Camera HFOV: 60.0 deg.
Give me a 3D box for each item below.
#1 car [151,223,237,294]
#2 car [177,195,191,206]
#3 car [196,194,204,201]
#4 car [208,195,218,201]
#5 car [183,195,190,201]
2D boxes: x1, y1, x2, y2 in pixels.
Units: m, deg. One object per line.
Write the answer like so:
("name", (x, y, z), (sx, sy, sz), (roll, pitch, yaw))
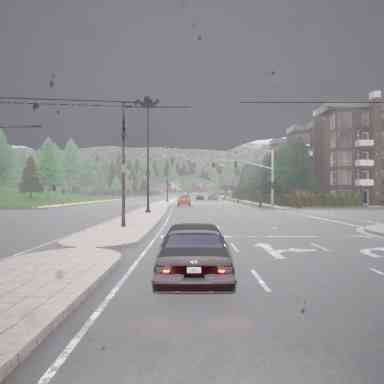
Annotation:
("car", (0.051, 1.547, 8.906), (2.033, 1.411, 5.357), (0, 0, 0))
("car", (-1.302, 1.352, 54.653), (2.097, 1.767, 4.553), (0, 0, -1))
("car", (2.066, 1.477, 85.513), (1.882, 1.535, 5.008), (0, 0, 0))
("car", (5.566, 1.539, 85.517), (2.033, 1.411, 5.357), (0, 0, 0))
("car", (-1.434, 1.523, 85.478), (1.812, 1.442, 4.674), (0, 0, 0))
